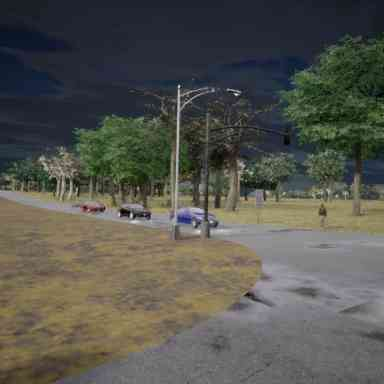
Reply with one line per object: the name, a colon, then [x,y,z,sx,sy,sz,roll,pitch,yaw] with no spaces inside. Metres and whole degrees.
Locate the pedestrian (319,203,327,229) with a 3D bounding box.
pedestrian: [9.300,1.717,23.824,0.375,1.860,0.375,1,-1,-34]

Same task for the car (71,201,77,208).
car: [-21.386,2.309,62.775,1.994,1.385,4.181,3,-2,-34]

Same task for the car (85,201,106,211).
car: [-15.826,2.255,54.465,1.994,1.385,4.181,3,-2,-35]

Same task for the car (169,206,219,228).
car: [0.022,1.768,24.040,1.812,1.442,4.674,2,-2,-33]

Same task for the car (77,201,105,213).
car: [-13.084,1.958,43.706,1.882,1.535,5.008,3,-2,-33]

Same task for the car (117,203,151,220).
car: [-5.732,1.843,32.657,1.882,1.535,5.008,3,-2,-34]
